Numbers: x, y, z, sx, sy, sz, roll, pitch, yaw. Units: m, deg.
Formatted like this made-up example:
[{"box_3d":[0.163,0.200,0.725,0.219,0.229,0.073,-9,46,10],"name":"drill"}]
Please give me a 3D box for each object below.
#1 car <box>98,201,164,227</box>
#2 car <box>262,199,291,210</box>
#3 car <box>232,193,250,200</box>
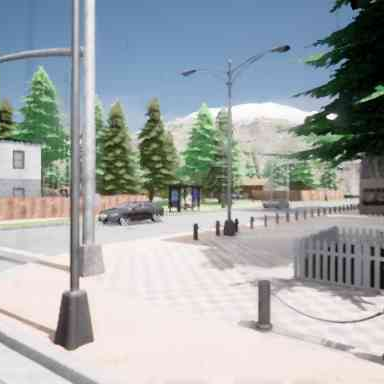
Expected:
[{"box_3d":[-3.961,1.363,22.127,2.128,1.511,4.902,1,0,37],"name":"car"},{"box_3d":[10.453,1.478,41.021,1.895,1.301,4.718,1,0,38],"name":"car"},{"box_3d":[12.030,0.892,78.619,1.932,1.855,4.605,1,0,36],"name":"car"}]
